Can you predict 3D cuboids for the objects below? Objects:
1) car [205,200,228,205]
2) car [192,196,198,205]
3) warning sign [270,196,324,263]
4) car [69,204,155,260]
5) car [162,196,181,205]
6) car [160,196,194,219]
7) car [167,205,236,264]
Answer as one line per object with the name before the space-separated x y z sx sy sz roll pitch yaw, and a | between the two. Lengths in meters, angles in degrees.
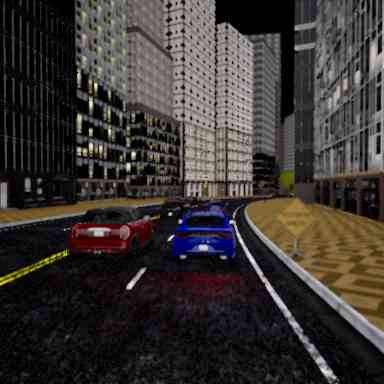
car | 2.035 1.415 28.180 1.812 1.442 4.674 0 0 8
car | -0.302 1.358 52.524 1.994 1.385 4.181 0 0 13
warning sign | 3.149 1.077 10.116 1.300 1.860 1.060 1 1 3
car | -2.722 1.290 12.351 2.097 1.767 4.553 0 0 4
car | -3.239 1.335 54.236 1.994 1.385 4.181 0 0 13
car | -1.320 1.386 27.593 1.837 1.490 4.892 0 1 8
car | 0.487 1.427 11.785 1.882 1.535 5.008 0 0 4
